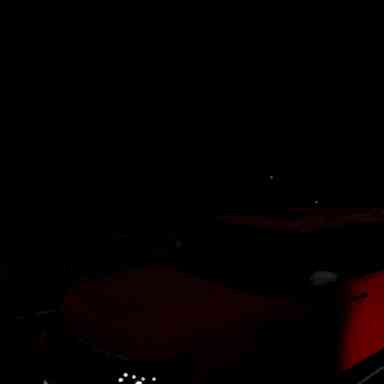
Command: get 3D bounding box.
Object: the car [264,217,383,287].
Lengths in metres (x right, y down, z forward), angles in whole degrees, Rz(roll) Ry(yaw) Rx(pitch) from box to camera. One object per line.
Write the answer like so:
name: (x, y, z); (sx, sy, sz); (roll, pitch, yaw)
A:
car: (4.530, 1.575, 10.027); (4.829, 1.417, 1.752); (1, -1, -34)

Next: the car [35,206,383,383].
car: (1.135, 1.239, 4.195); (5.566, 2.045, 2.150); (0, 0, -36)
